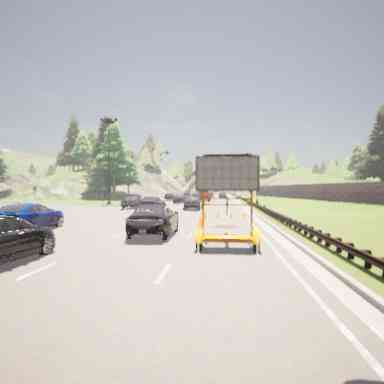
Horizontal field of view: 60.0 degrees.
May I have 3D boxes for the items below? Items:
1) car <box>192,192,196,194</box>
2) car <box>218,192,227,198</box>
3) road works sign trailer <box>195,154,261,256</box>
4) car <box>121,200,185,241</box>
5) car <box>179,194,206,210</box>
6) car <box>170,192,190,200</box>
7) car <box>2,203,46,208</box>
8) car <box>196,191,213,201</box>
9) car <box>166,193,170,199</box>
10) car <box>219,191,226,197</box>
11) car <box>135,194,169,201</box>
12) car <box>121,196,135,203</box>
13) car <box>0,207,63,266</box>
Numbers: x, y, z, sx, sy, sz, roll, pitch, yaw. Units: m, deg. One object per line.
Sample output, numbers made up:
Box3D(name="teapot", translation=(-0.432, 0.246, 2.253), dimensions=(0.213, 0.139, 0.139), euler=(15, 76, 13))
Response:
Box3D(name="car", translation=(0.892, 0.794, 86.457), dimensions=(2.128, 1.511, 4.902), euler=(0, 0, 5))
Box3D(name="car", translation=(7.676, 0.845, 83.727), dimensions=(1.994, 1.385, 4.181), euler=(0, 0, 5))
Box3D(name="road works sign trailer", translation=(1.338, 0.358, 12.656), dimensions=(2.380, 3.560, 2.880), euler=(0, 0, 5))
Box3D(name="car", translation=(-1.783, 1.354, 15.949), dimensions=(2.128, 1.511, 4.902), euler=(0, 0, 5))
Box3D(name="car", translation=(0.153, 1.230, 37.651), dimensions=(2.033, 1.411, 5.357), euler=(0, 0, 5))
Box3D(name="car", translation=(-1.866, 1.087, 54.411), dimensions=(2.033, 1.411, 5.357), euler=(0, 0, 5))
Box3D(name="car", translation=(-8.660, 1.319, 17.646), dimensions=(1.882, 1.535, 5.008), euler=(0, 1, 5))
Box3D(name="car", translation=(2.428, 0.694, 63.134), dimensions=(2.150, 2.045, 5.566), euler=(0, 1, 5))
Box3D(name="car", translation=(-4.366, 0.947, 65.777), dimensions=(1.837, 1.490, 4.892), euler=(0, 1, 5))
Box3D(name="car", translation=(8.569, 0.612, 93.727), dimensions=(1.882, 1.535, 5.008), euler=(0, 0, 5))
Box3D(name="car", translation=(-3.818, 1.226, 32.528), dimensions=(1.837, 1.490, 4.892), euler=(0, 0, 5))
Box3D(name="car", translation=(-6.775, 1.213, 38.777), dimensions=(2.033, 1.411, 5.357), euler=(0, 1, 5))
Box3D(name="car", translation=(-5.851, 1.414, 9.738), dimensions=(1.837, 1.490, 4.892), euler=(0, 0, 5))
